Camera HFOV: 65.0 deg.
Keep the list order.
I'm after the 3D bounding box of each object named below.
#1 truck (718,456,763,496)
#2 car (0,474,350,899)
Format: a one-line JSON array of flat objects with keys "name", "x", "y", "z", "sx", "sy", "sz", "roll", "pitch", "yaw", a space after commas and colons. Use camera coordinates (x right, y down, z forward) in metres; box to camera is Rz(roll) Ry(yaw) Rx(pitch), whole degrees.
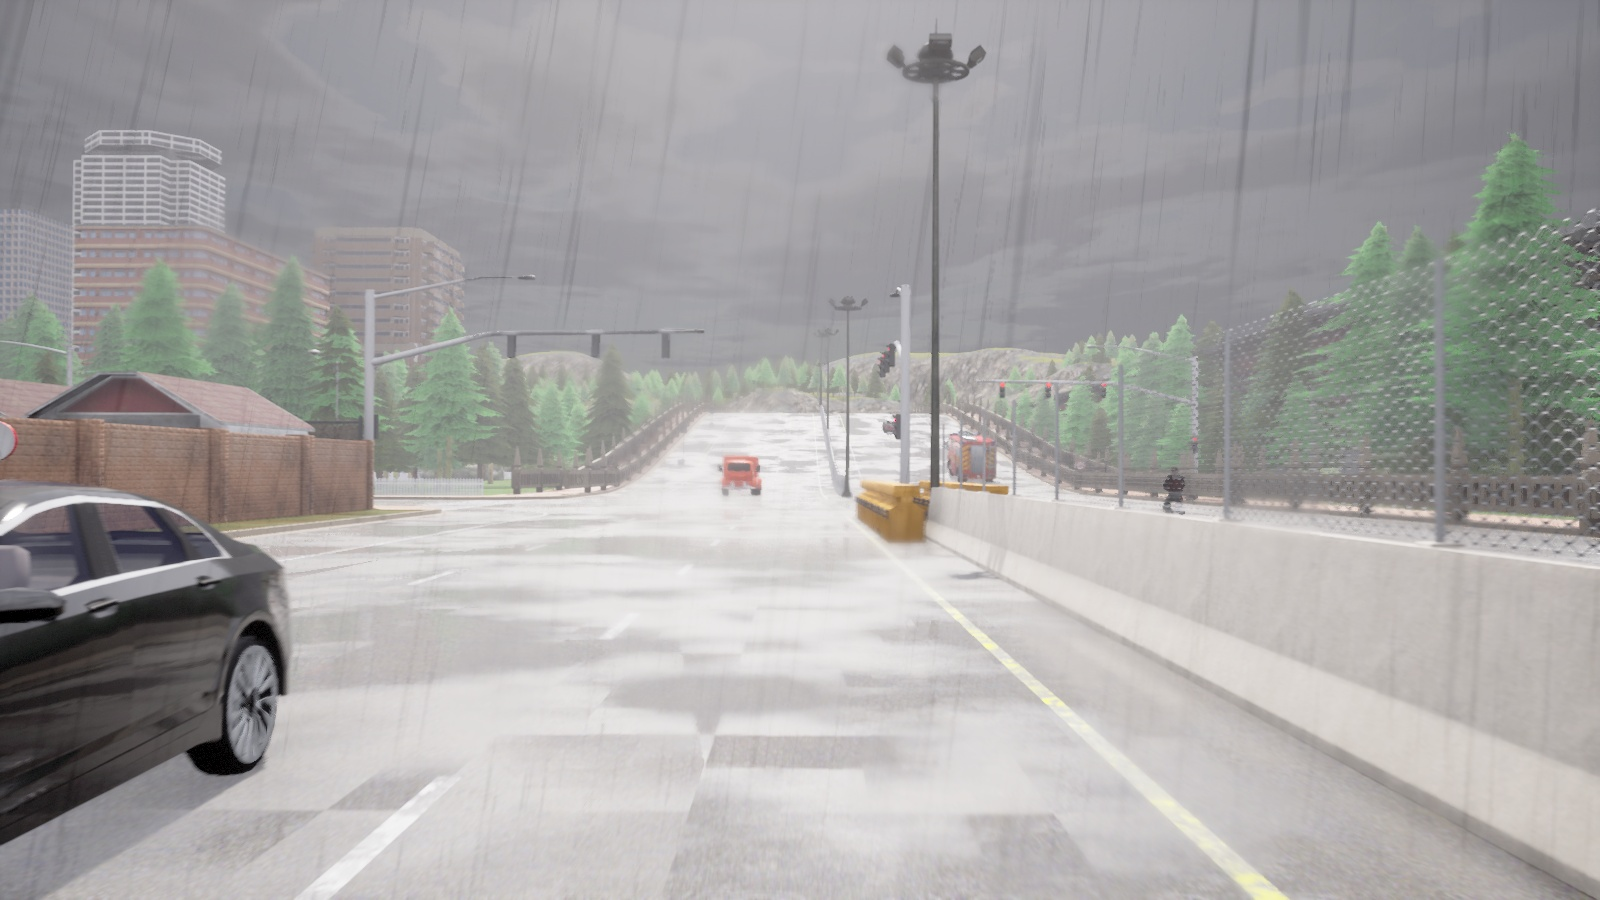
[{"name": "truck", "x": -3.699, "y": 1.676, "z": 79.473, "sx": 2.627, "sy": 2.467, "sz": 5.204, "roll": 0, "pitch": -2, "yaw": 0}, {"name": "car", "x": -3.656, "y": 0.868, "z": 4.960, "sx": 2.128, "sy": 1.511, "sz": 4.902, "roll": -1, "pitch": -1, "yaw": -2}]
